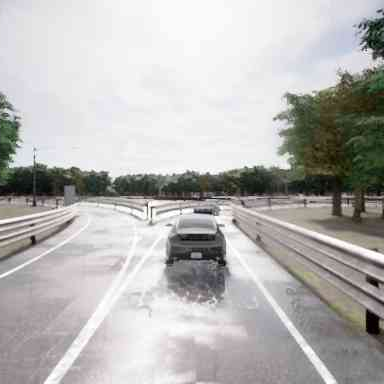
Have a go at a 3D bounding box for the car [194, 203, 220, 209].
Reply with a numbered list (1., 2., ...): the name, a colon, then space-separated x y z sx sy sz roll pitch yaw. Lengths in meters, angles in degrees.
1. car: 1.625 1.776 34.034 1.895 1.301 4.718 -1 -1 15

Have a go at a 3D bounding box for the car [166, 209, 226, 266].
1. car: 0.125 1.542 11.709 1.837 1.490 4.892 0 0 0
